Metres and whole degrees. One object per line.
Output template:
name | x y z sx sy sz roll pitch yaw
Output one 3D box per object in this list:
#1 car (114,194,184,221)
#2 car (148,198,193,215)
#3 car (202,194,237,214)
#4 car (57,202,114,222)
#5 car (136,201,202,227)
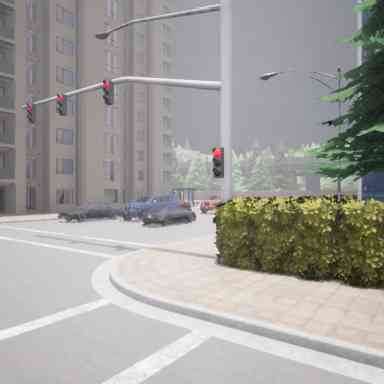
car | -3.269 1.221 26.946 2.150 2.045 5.566 0 0 36
car | -2.088 1.478 34.469 1.882 1.535 5.008 0 0 36
car | 3.074 1.221 35.581 2.150 2.045 5.566 0 0 36
car | -7.891 1.547 26.560 2.033 1.411 5.357 0 0 36
car | -1.532 1.564 23.168 1.994 1.385 4.181 0 0 37
